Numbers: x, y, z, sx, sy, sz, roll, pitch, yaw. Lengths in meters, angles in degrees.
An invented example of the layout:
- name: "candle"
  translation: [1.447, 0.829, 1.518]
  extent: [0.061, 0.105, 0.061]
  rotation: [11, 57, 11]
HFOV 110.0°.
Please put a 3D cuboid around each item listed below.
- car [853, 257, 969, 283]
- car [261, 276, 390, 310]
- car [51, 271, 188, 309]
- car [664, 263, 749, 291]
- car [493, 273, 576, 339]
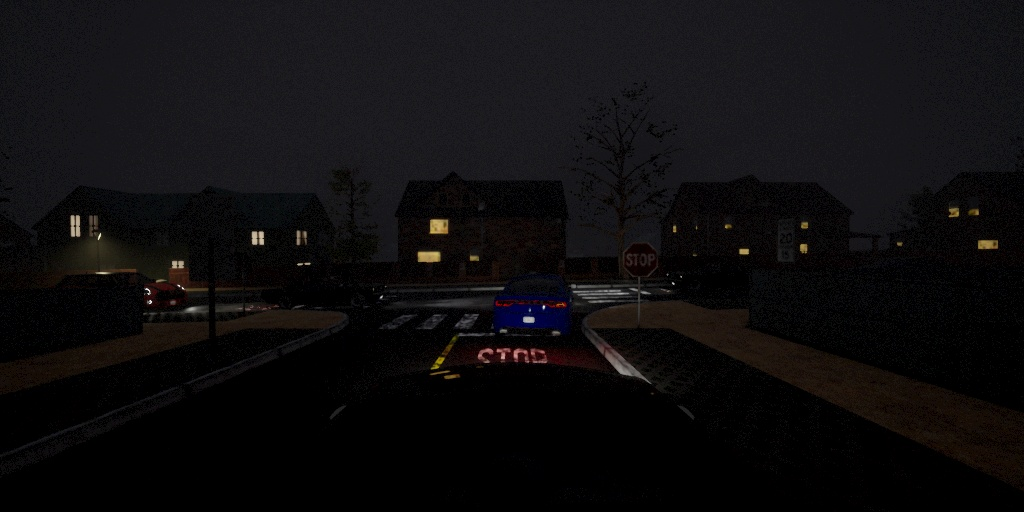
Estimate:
- name: "car"
  translation: [20.053, 0.753, 18.357]
  extent: [5.357, 1.411, 2.033]
  rotation: [-1, 1, 0]
- name: "car"
  translation: [-7.814, 1.506, 15.388]
  extent: [4.718, 1.301, 1.895]
  rotation: [-1, 1, 0]
- name: "car"
  translation: [-16.801, 1.471, 15.379]
  extent: [4.553, 1.767, 2.097]
  rotation: [-1, 1, 0]
- name: "car"
  translation: [10.408, 1.034, 18.319]
  extent: [4.718, 1.301, 1.895]
  rotation: [-1, 1, -1]
- name: "car"
  translation: [0.785, 1.226, 10.182]
  extent: [1.882, 1.535, 5.008]
  rotation: [0, 0, 10]
